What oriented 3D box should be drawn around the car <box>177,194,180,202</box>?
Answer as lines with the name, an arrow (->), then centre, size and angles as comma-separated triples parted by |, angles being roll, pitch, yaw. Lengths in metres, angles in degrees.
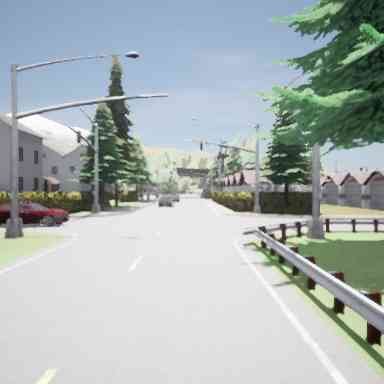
car -> -3.290, 1.164, 63.379 | 1.882, 1.535, 5.008 | 0, 0, 0

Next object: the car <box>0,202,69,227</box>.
car -> -10.252, 1.345, 20.691 | 5.008, 1.535, 1.882 | 0, 0, -1

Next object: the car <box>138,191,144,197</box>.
car -> -16.465, 0.582, 94.078 | 3.866, 1.878, 1.905 | 0, 0, 0

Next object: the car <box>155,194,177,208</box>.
car -> -3.434, 1.277, 44.218 | 1.837, 1.490, 4.892 | 0, 0, 0
